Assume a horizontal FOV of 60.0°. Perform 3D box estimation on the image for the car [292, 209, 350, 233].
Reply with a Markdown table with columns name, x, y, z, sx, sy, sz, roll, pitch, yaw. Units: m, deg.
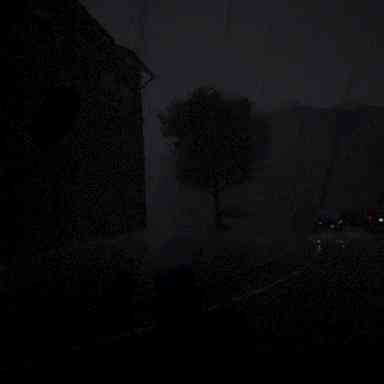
| name | x | y | z | sx | sy | sz | roll | pitch | yaw |
| --- | --- | --- | --- | --- | --- | --- | --- | --- | --- |
| car | 8.108 | 1.835 | 21.992 | 1.812 | 1.442 | 4.674 | -2 | -2 | -5 |

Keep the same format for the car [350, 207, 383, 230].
| name | x | y | z | sx | sy | sz | roll | pitch | yaw |
| --- | --- | --- | --- | --- | --- | --- | --- | --- | --- |
| car | 11.637 | 1.742 | 22.604 | 1.994 | 1.385 | 4.181 | -2 | -1 | -2 |

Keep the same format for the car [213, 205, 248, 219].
| name | x | y | z | sx | sy | sz | roll | pitch | yaw |
| --- | --- | --- | --- | --- | --- | --- | --- | --- | --- |
| car | 4.492 | 2.323 | 39.705 | 1.882 | 1.535 | 5.008 | -3 | -1 | -33 |
